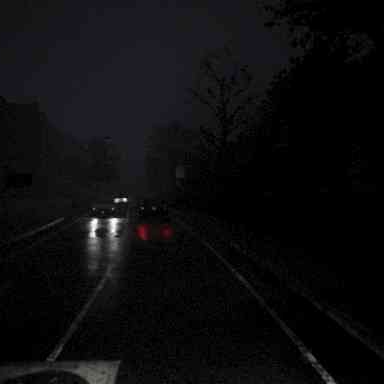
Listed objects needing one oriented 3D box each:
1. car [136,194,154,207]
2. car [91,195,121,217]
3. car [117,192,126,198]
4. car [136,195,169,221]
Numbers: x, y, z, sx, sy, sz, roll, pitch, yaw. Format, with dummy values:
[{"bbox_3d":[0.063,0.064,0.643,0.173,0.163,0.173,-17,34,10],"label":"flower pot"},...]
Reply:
[{"bbox_3d":[-6.109,1.060,42.401,2.033,1.411,5.357,1,1,-10],"label":"car"},{"bbox_3d":[-7.135,1.215,27.449,1.812,1.442,4.674,1,1,-10],"label":"car"},{"bbox_3d":[-14.642,0.637,69.077,1.895,1.301,4.718,1,1,-10],"label":"car"},{"bbox_3d":[-2.965,1.130,24.949,2.097,1.767,4.553,1,1,-10],"label":"car"}]
